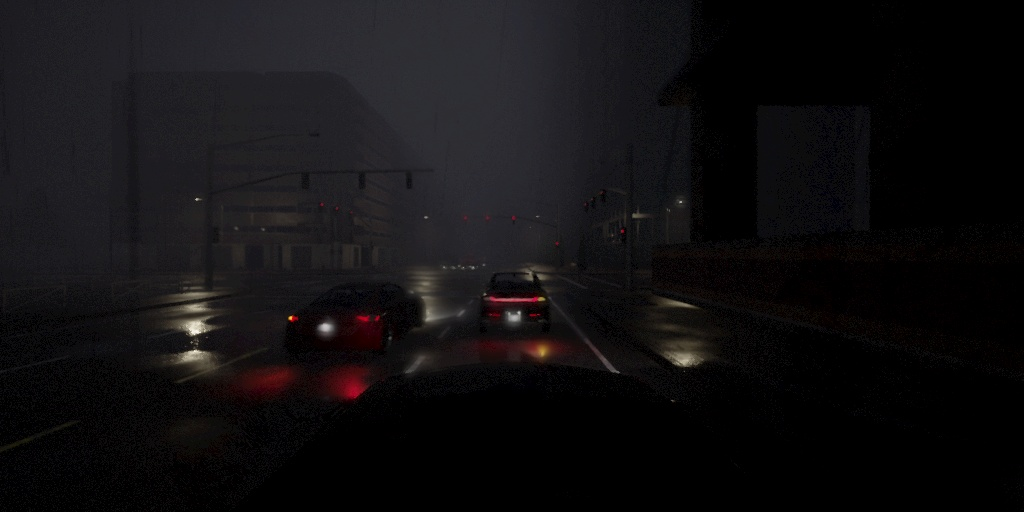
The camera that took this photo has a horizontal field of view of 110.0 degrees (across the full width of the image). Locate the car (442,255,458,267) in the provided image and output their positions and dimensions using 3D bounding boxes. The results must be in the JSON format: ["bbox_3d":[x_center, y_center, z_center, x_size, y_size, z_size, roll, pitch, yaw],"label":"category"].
[{"bbox_3d":[-10.733,0.814,63.362,2.150,2.045,5.566,0,0,1],"label":"car"}]

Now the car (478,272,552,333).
[{"bbox_3d":[0.074,1.219,10.683,2.128,1.511,4.902,0,0,0],"label":"car"}]

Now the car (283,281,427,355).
[{"bbox_3d":[-3.438,1.296,8.666,1.994,1.385,4.181,0,0,0],"label":"car"}]

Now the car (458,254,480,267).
[{"bbox_3d":[-7.277,0.789,61.541,2.150,2.045,5.566,0,2,1],"label":"car"}]
